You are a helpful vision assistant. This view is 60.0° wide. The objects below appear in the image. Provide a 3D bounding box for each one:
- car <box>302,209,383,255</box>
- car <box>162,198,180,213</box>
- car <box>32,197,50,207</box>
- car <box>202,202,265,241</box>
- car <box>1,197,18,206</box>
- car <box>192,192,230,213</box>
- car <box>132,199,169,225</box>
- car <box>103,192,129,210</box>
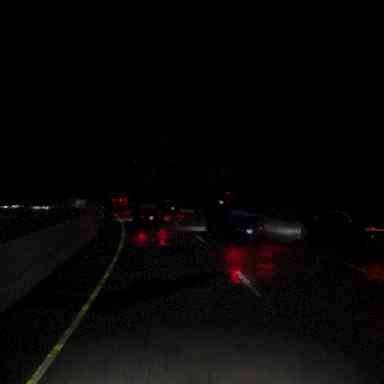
[{"bbox_3d":[5.977,1.385,12.859,2.128,1.511,4.902,0,0,-7],"label":"car"},{"bbox_3d":[-2.556,1.331,33.170,1.812,1.442,4.674,0,0,-19],"label":"car"},{"bbox_3d":[-22.729,1.409,49.844,2.033,1.411,5.357,-1,0,-33],"label":"car"},{"bbox_3d":[1.974,1.413,15.925,1.812,1.442,4.674,0,0,-10],"label":"car"},{"bbox_3d":[-29.007,1.453,52.706,2.033,1.411,5.357,-1,0,-36],"label":"car"},{"bbox_3d":[1.729,1.016,31.559,2.150,2.045,5.566,0,0,-18],"label":"car"},{"bbox_3d":[-3.018,1.391,22.627,1.812,1.442,4.674,0,1,-13],"label":"car"},{"bbox_3d":[-9.273,1.028,40.349,2.150,2.045,5.566,0,0,-25],"label":"car"}]
